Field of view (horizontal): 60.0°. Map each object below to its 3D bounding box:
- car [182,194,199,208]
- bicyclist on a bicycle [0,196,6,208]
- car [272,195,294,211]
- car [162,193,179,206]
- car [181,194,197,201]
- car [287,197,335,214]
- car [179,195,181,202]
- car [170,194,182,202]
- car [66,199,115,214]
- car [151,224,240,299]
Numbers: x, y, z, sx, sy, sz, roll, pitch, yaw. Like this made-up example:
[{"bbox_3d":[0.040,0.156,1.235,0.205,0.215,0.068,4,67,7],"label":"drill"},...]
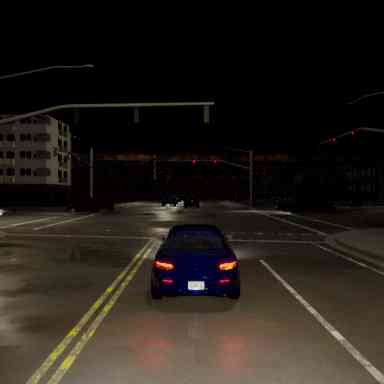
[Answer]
[{"bbox_3d":[-0.007,1.352,49.602,2.097,1.767,4.553,0,0,-1],"label":"car"},{"bbox_3d":[-25.479,1.300,44.831,0.582,1.620,1.656,0,0,0],"label":"bicyclist on a bicycle"},{"bbox_3d":[12.054,1.419,37.699,4.902,1.511,2.128,-1,0,1],"label":"car"},{"bbox_3d":[-3.636,1.221,53.985,2.150,2.045,5.566,0,0,-1],"label":"car"},{"bbox_3d":[-0.816,1.355,83.311,2.097,1.767,4.553,0,0,27],"label":"car"},{"bbox_3d":[12.436,1.489,34.181,4.181,1.385,1.994,-1,0,1],"label":"car"},{"bbox_3d":[-3.624,1.526,63.622,1.812,1.442,4.674,0,0,1],"label":"car"},{"bbox_3d":[-3.524,1.355,73.499,2.097,1.767,4.553,0,0,2],"label":"car"},{"bbox_3d":[-10.713,1.468,35.221,5.008,1.535,1.882,0,0,2],"label":"car"},{"bbox_3d":[0.077,1.526,8.312,1.812,1.442,4.674,0,0,0],"label":"car"}]
